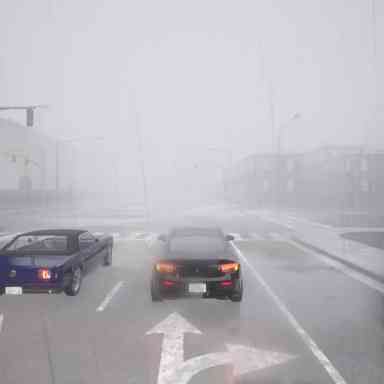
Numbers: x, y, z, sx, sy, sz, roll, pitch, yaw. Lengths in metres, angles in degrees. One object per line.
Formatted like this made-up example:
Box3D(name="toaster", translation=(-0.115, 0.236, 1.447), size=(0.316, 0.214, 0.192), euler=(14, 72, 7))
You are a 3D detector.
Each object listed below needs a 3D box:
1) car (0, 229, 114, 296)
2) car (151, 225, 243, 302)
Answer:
Box3D(name="car", translation=(-3.398, 1.601, 8.591), size=(1.895, 1.301, 4.718), euler=(0, 0, 0))
Box3D(name="car", translation=(0.100, 1.526, 8.158), size=(1.812, 1.442, 4.674), euler=(0, 0, 0))
